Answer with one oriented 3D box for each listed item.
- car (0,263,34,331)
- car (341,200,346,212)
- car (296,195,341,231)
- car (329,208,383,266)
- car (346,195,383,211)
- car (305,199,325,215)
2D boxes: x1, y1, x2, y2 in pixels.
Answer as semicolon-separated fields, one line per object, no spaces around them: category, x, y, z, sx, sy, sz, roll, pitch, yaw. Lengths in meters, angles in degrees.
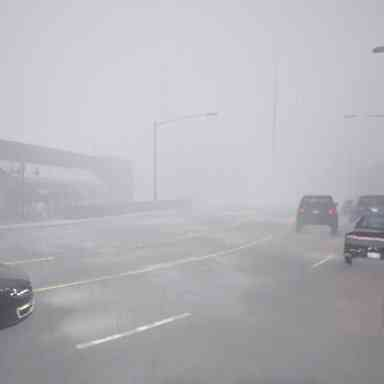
car;-4.908;1.504;4.634;4.892;1.490;1.837;0;0;-32
car;16.084;1.478;33.412;1.882;1.535;5.008;0;0;20
car;7.536;1.215;20.068;2.150;2.045;5.566;0;-1;21
car;6.321;1.489;10.828;2.128;1.511;4.902;0;0;37
car;12.076;1.222;22.729;2.150;2.045;5.566;0;0;21
car;13.021;1.504;35.259;1.837;1.490;4.892;0;0;19
